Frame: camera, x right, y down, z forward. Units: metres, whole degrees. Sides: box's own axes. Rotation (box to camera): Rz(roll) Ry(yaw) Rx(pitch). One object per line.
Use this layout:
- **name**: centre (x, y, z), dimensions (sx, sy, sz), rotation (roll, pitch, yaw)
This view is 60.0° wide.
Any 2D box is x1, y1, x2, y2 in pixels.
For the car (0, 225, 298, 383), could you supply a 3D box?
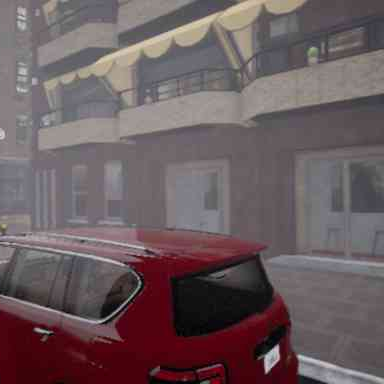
- **car**: centre (-1.351, 1.317, 3.860), dimensions (5.009, 1.841, 2.192), rotation (0, -1, 36)
